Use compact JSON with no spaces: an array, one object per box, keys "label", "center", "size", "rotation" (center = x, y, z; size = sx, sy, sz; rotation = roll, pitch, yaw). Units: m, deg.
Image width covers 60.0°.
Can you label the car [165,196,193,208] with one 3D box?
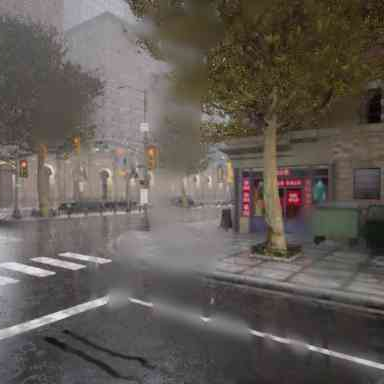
[{"label":"car","center":[-1.816,1.347,48.195],"size":[2.097,1.767,4.553],"rotation":[0,0,36]}]

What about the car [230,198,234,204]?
[{"label":"car","center":[8.921,1.530,62.907],"size":[1.837,1.490,4.892],"rotation":[0,0,36]}]

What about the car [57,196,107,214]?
[{"label":"car","center":[-11.642,1.348,34.600],"size":[2.097,1.767,4.553],"rotation":[0,0,36]}]

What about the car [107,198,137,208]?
[{"label":"car","center":[-10.215,1.589,47.935],"size":[1.895,1.301,4.718],"rotation":[0,0,36]}]
